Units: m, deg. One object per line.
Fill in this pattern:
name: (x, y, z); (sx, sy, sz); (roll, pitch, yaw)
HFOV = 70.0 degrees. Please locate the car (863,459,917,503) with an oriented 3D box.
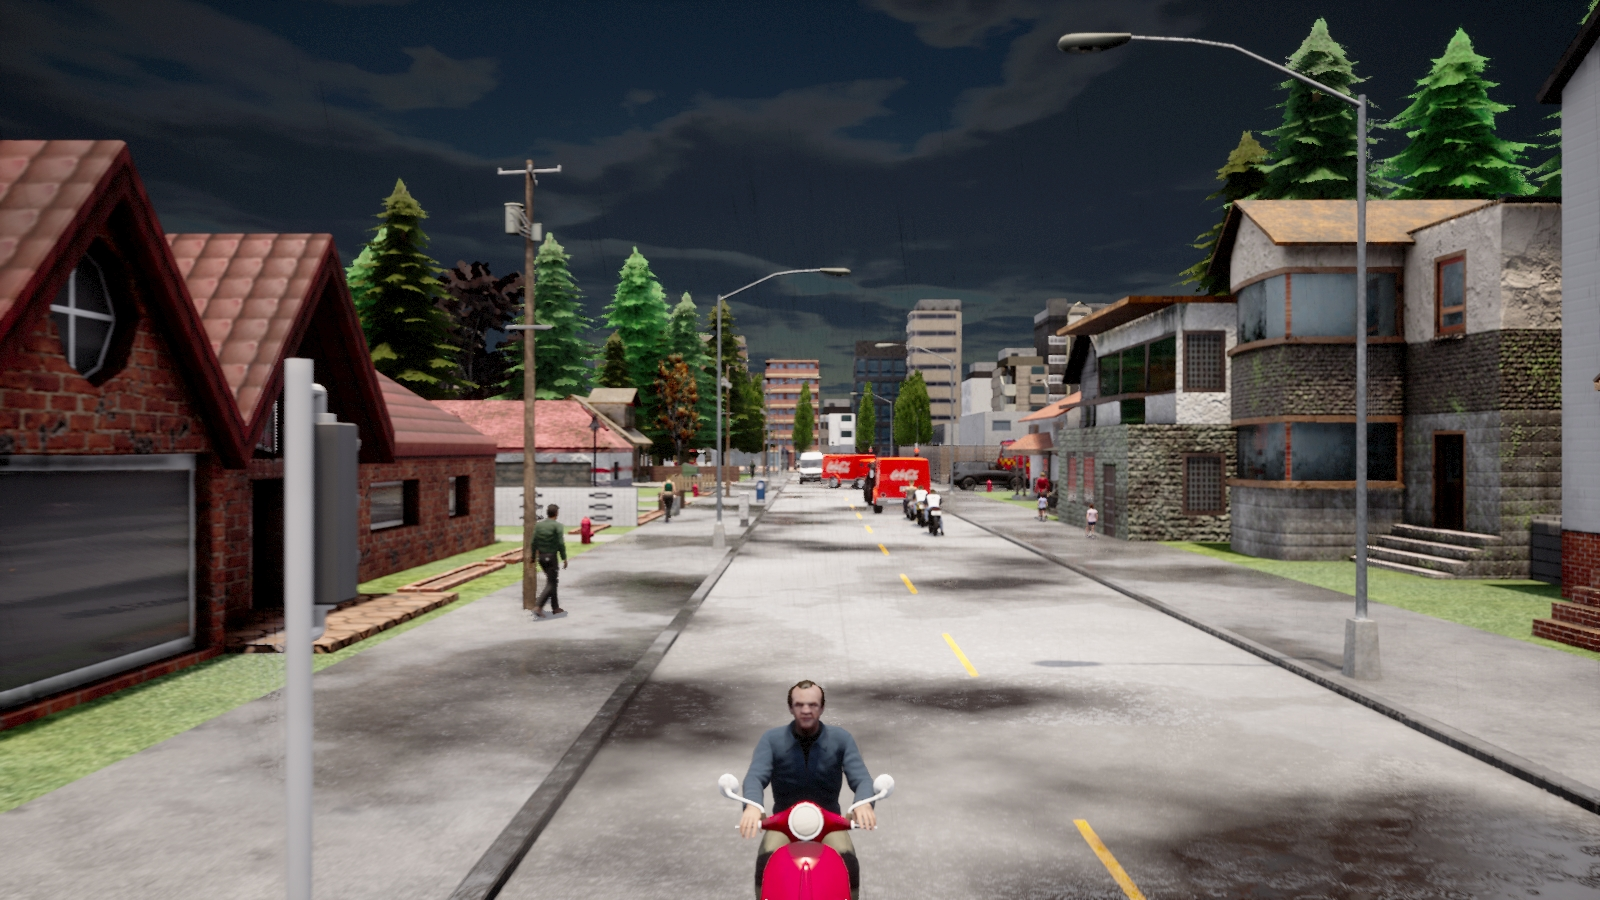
car: (4.598, 1.536, 59.279); (2.390, 2.098, 6.274); (0, 0, 1)

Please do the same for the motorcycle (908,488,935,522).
motorcycle: (4.413, 1.995, 41.679); (0.803, 1.145, 2.033); (0, 0, 1)

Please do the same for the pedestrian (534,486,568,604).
pedestrian: (-4.012, 1.523, 18.405); (0.375, 1.860, 0.375); (0, 0, 27)

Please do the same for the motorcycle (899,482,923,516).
motorcycle: (4.462, 1.952, 46.014); (0.764, 1.277, 2.356); (0, 0, 1)

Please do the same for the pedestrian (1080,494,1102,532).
pedestrian: (8.826, 1.906, 34.664); (0.500, 1.100, 0.500); (0, 0, -8)

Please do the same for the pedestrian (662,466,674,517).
pedestrian: (-4.858, 1.523, 42.138); (0.375, 1.860, 0.375); (0, 0, 5)

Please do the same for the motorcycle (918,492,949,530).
motorcycle: (4.371, 1.995, 37.563); (0.803, 1.145, 2.033); (0, 0, 1)

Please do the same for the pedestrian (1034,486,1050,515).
pedestrian: (9.151, 1.908, 43.215); (0.500, 1.100, 0.500); (0, 0, 4)

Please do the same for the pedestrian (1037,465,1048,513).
pedestrian: (9.551, 1.527, 45.001); (0.375, 1.860, 0.375); (0, 0, 15)

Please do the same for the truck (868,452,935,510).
truck: (4.525, 1.350, 51.726); (2.627, 2.467, 5.204); (0, 0, 0)
